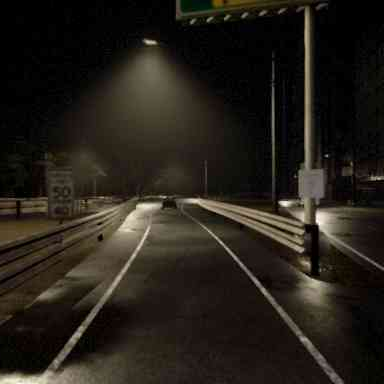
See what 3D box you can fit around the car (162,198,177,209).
[{"bbox_3d":[-3.044,1.514,45.525,1.882,1.535,5.008,0,0,-2],"label":"car"}]
